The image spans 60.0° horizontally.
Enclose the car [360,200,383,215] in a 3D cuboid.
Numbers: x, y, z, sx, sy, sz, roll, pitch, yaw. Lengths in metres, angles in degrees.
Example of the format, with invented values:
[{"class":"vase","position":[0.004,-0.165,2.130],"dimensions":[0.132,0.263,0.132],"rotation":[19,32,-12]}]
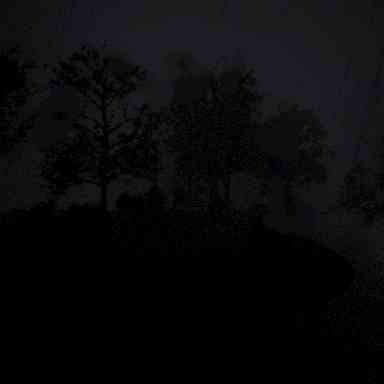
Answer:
[{"class":"car","position":[21.003,1.634,36.489],"dimensions":[4.553,1.767,2.097],"rotation":[0,0,-1]}]
